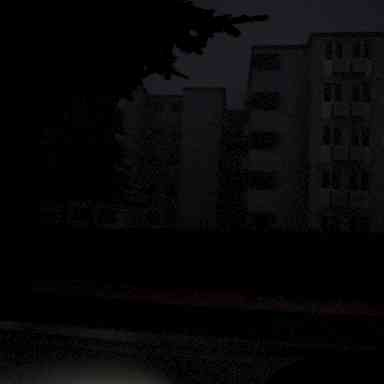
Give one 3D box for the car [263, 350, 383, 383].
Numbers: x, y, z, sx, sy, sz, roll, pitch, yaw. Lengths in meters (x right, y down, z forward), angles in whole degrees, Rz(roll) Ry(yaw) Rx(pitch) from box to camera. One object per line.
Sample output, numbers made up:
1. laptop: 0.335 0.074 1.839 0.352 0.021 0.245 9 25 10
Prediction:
1. car: 2.959 1.891 2.629 4.892 1.490 1.837 3 -4 -1
